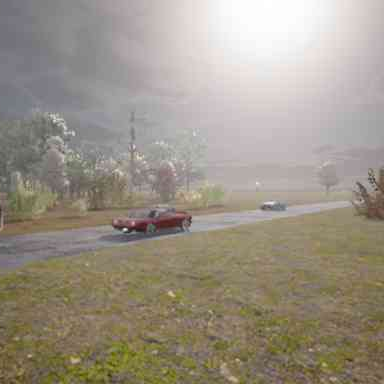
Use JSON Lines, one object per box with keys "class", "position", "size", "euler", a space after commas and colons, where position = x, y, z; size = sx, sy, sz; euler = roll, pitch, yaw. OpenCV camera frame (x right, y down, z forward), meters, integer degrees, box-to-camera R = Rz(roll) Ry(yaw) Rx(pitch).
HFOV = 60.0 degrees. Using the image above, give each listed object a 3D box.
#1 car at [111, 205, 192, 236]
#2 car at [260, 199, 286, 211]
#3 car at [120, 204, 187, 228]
{"class": "car", "position": [-1.998, 1.568, 18.272], "size": [1.895, 1.301, 4.718], "euler": [0, 0, 36]}
{"class": "car", "position": [9.777, 1.522, 40.149], "size": [1.994, 1.385, 4.181], "euler": [0, 0, 36]}
{"class": "car", "position": [-2.521, 1.572, 22.882], "size": [1.895, 1.301, 4.718], "euler": [0, 0, 35]}
